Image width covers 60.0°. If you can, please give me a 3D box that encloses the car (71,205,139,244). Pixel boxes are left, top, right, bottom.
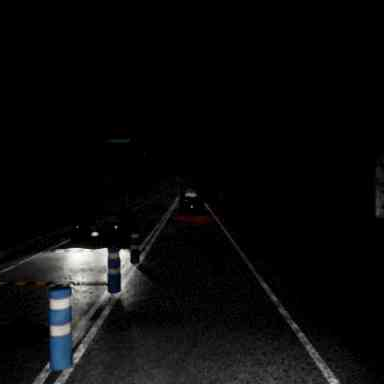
[{"bbox_3d":[-3.408,1.230,13.677,1.994,1.385,4.181,0,2,0],"label":"car"}]

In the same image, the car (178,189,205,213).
[{"bbox_3d":[-0.034,0.780,26.030,2.128,1.511,4.902,0,2,-1],"label":"car"}]

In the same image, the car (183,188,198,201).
[{"bbox_3d":[-0.213,0.312,42.926,1.812,1.442,4.674,0,2,-1],"label":"car"}]
